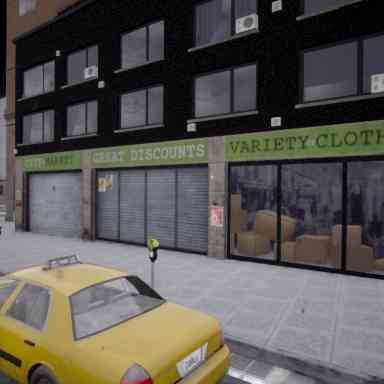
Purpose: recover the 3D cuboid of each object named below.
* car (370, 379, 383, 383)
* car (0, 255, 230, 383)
[{"bbox_3d":[2.810,1.551,1.085,4.403,1.369,2.008,0,1,36],"label":"car"},{"bbox_3d":[-1.875,1.524,4.428,4.829,1.417,1.752,0,1,36],"label":"car"}]
